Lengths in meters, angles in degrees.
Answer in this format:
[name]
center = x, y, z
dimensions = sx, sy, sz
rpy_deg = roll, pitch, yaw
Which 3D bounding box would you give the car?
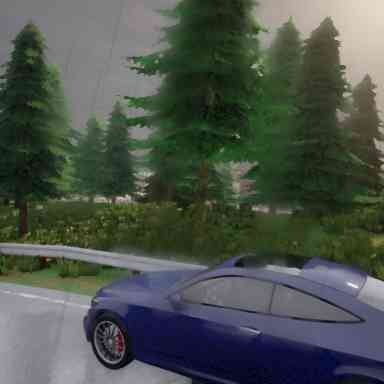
[car]
center = 0.761, 1.499, 4.094
dimensions = 4.674, 1.442, 1.812
rpy_deg = 1, 1, 31
